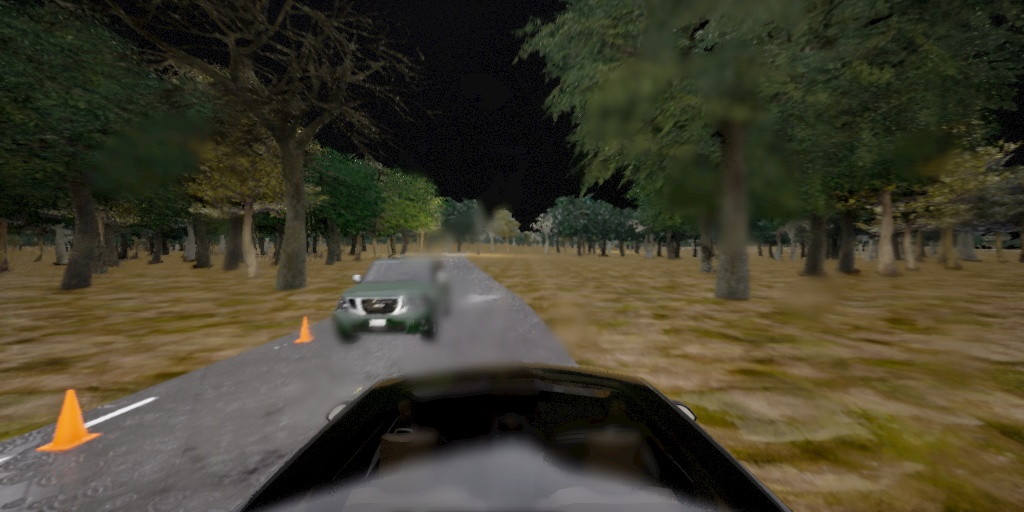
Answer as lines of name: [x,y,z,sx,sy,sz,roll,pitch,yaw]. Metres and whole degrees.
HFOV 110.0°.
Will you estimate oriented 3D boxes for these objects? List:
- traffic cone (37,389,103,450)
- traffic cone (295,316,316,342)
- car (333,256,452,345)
traffic cone: [-4.939,1.793,4.017,0.340,0.580,0.340,0,0,-1]
traffic cone: [-5.116,1.798,8.895,0.340,0.580,0.340,0,0,-3]
car: [-2.977,1.026,10.195,2.150,2.045,5.566,-1,0,-4]
